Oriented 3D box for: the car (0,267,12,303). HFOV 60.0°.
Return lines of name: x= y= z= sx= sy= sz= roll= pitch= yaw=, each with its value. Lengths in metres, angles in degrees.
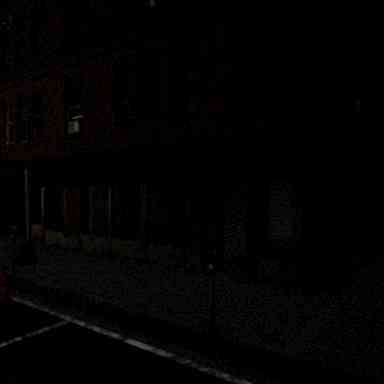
car: x=-5.518 y=1.515 z=6.746 sx=4.829 sy=1.417 sz=1.752 roll=0 pitch=0 yaw=35
